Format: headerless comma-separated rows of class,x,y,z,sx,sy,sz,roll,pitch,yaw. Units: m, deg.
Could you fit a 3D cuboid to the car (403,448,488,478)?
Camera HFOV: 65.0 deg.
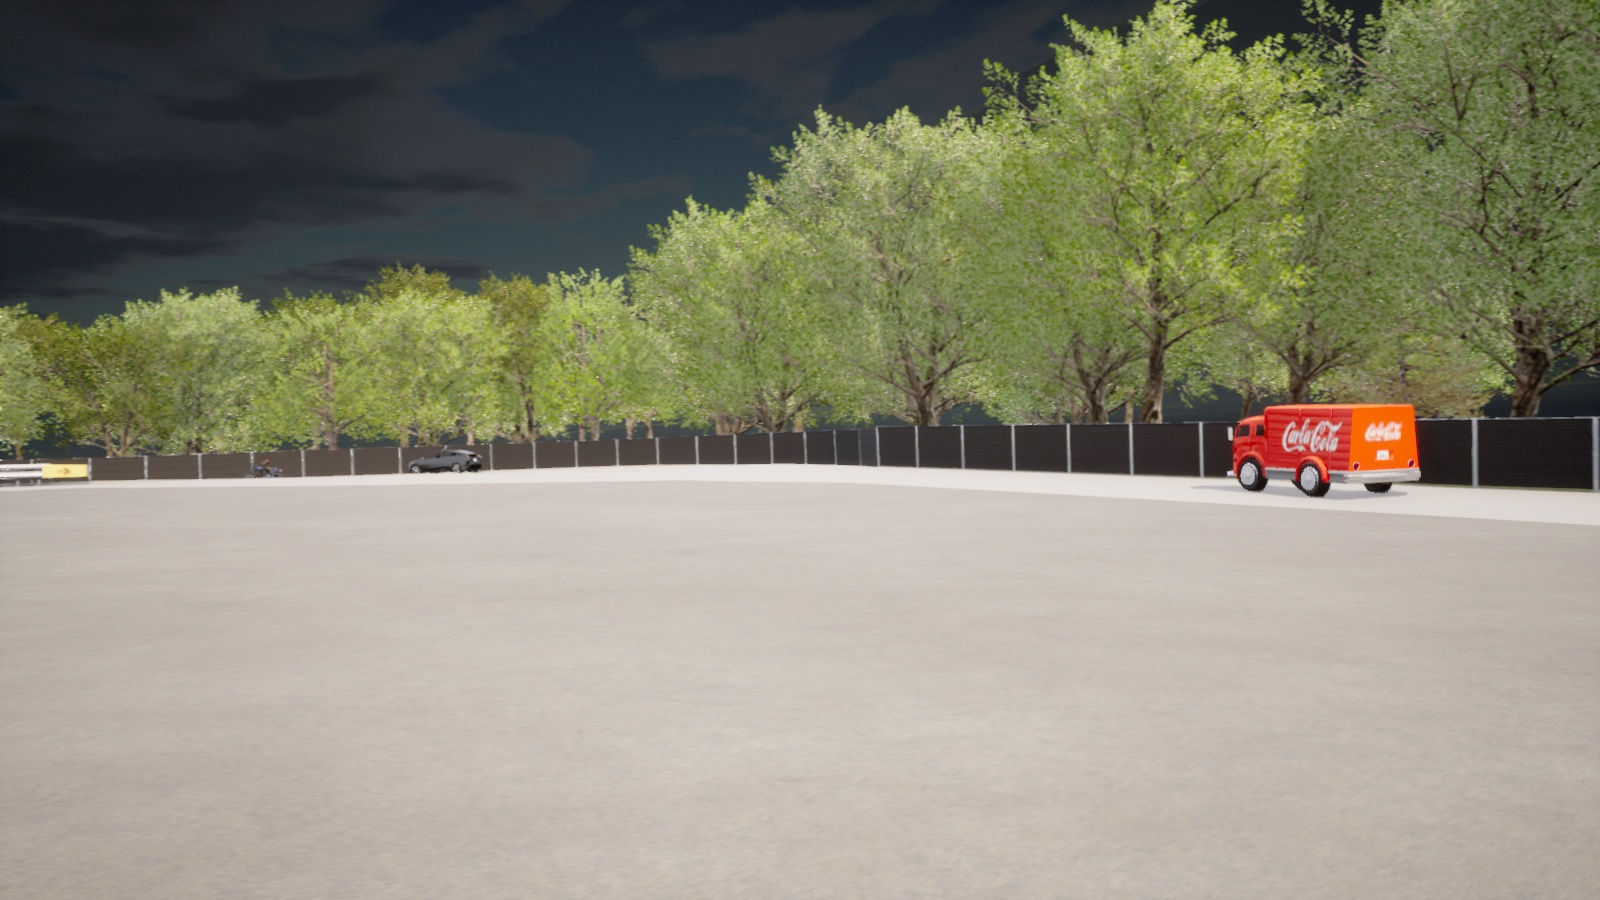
car,-21.429,0.782,75.885,4.514,1.525,2.007,-3,1,19

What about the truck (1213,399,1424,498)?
truck,14.375,-0.102,35.204,2.627,2.467,5.204,-3,2,-19

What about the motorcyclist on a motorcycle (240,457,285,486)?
motorcyclist on a motorcycle,-32.821,1.294,76.736,2.350,1.649,0.766,-3,1,-8
